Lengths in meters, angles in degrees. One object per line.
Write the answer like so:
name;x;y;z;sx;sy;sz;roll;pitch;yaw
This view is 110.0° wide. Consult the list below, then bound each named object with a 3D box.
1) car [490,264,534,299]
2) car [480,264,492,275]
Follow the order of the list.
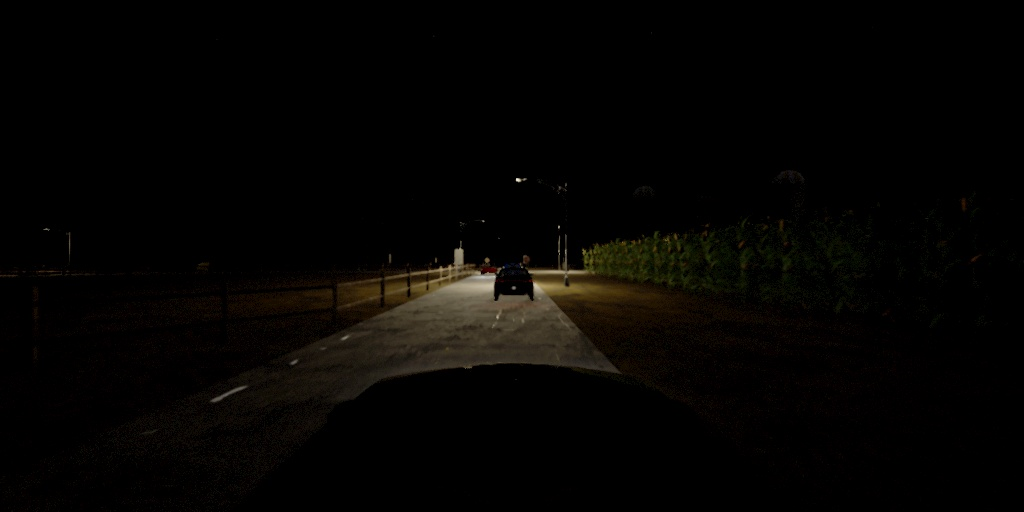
car;0.094;1.313;18.524;1.882;1.535;5.008;0;-1;0
car;-2.787;1.676;44.103;1.895;1.301;4.718;0;-1;1
